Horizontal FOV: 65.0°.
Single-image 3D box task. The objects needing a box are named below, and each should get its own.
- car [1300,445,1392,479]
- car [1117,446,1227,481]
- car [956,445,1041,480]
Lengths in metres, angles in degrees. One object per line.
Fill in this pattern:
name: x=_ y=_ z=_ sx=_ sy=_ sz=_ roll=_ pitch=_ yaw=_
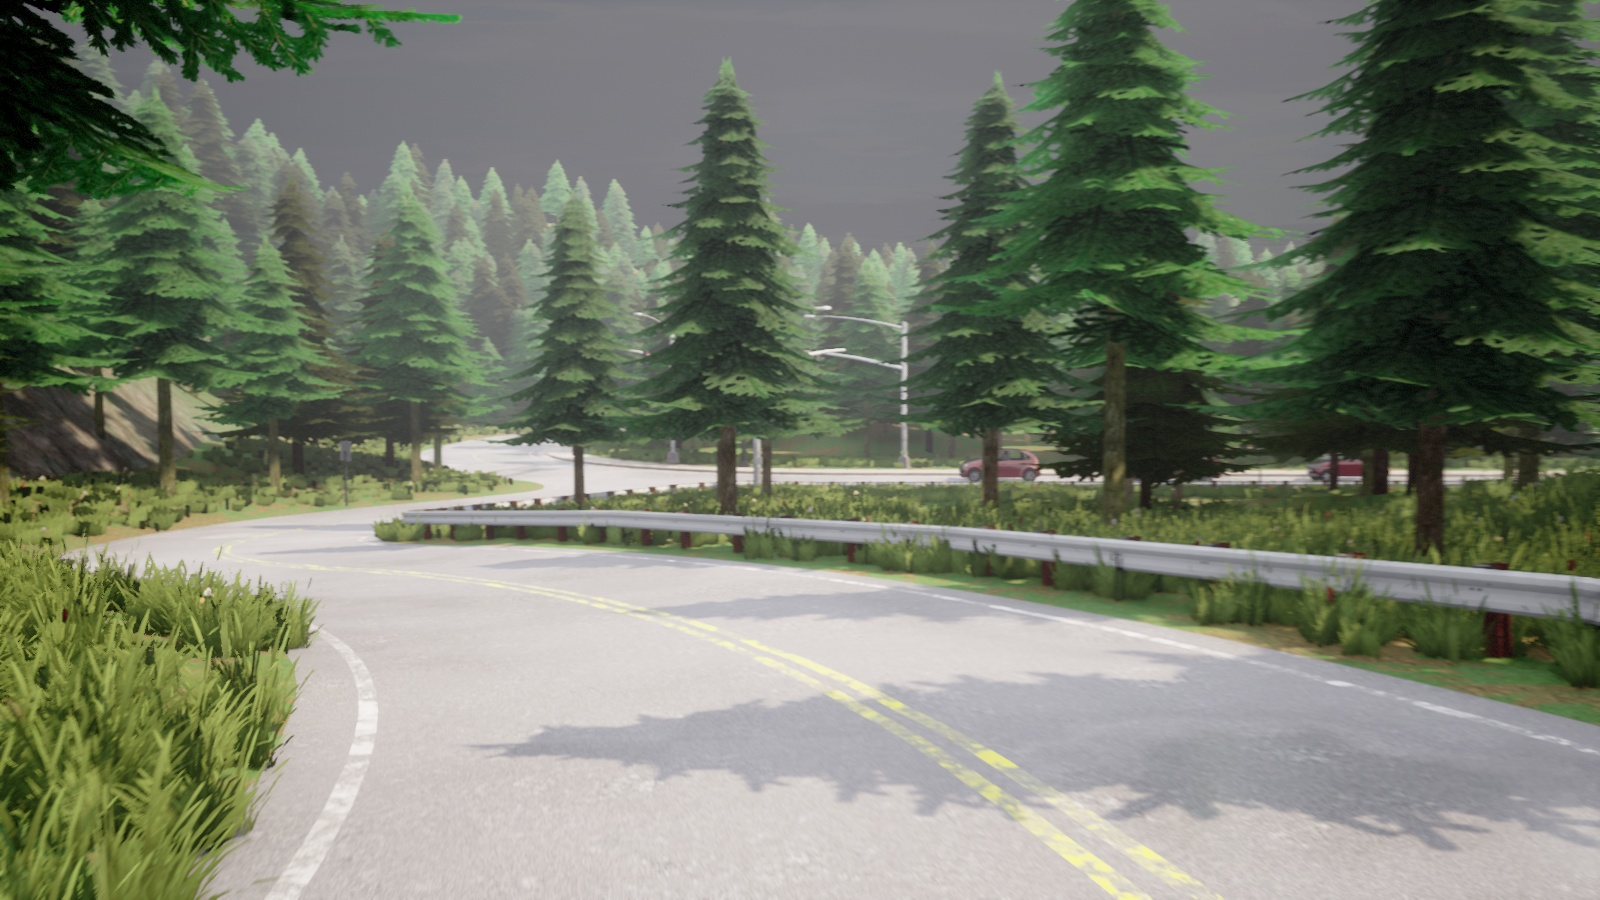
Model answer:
car: x=26.689 y=0.575 z=61.466 sx=3.705 sy=1.549 sz=1.789 roll=0 pitch=4 yaw=2
car: x=18.276 y=0.657 z=61.904 sx=4.792 sy=1.488 sz=2.163 roll=0 pitch=4 yaw=3
car: x=9.824 y=0.610 z=62.425 sx=3.988 sy=1.617 sz=1.851 roll=0 pitch=4 yaw=4
